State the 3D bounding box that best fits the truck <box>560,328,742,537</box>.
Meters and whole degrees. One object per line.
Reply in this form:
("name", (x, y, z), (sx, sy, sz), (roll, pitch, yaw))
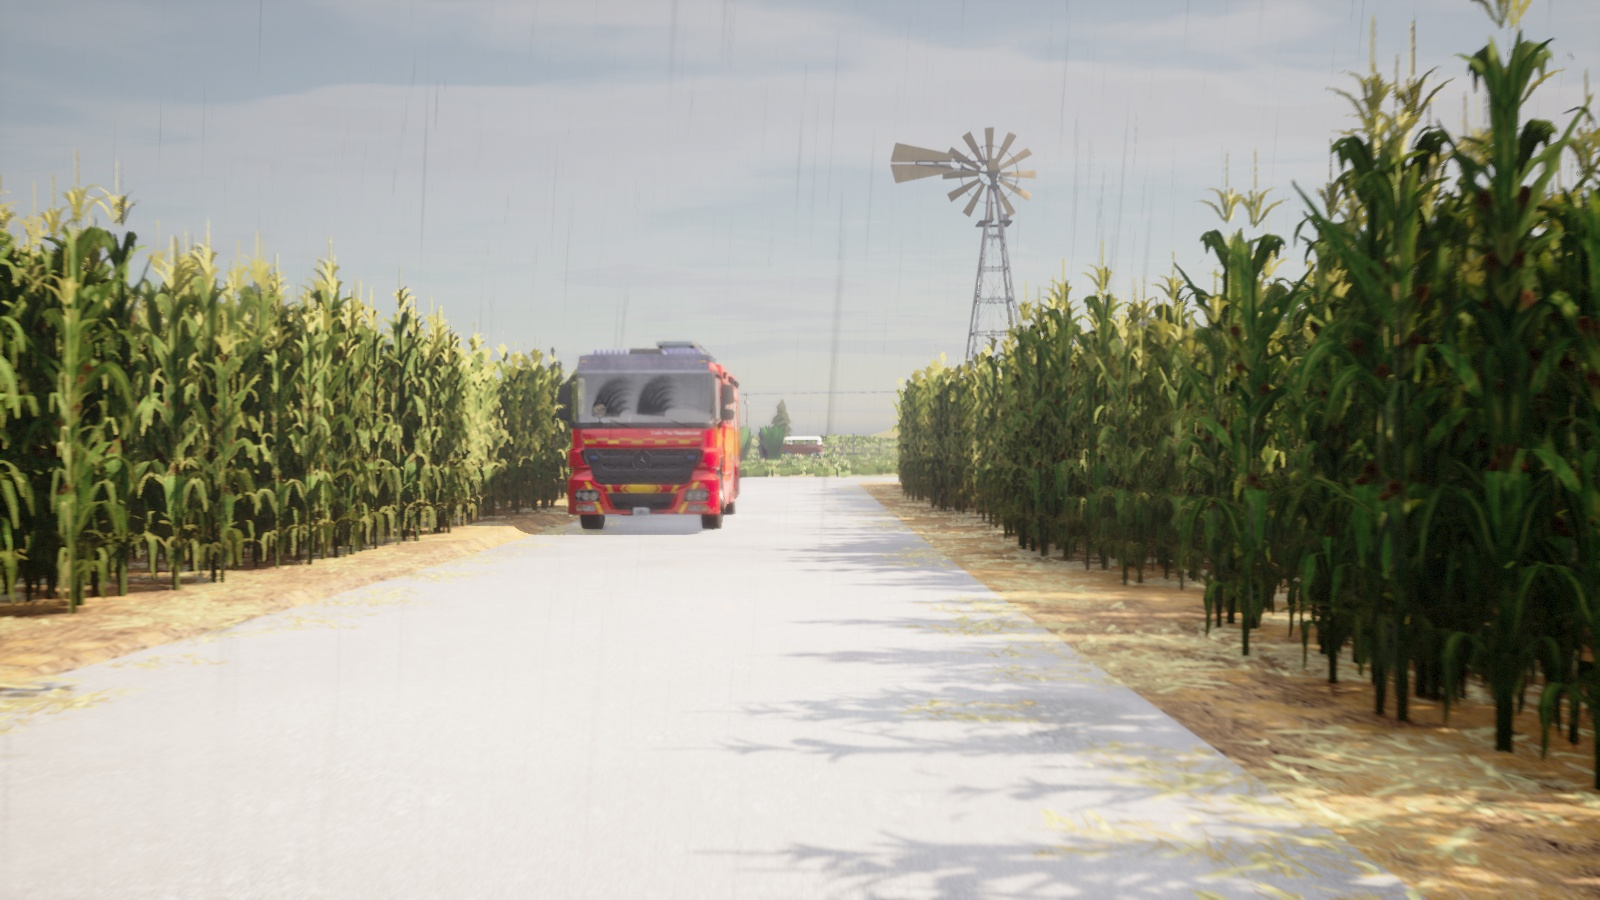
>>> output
("truck", (-2.929, -0.345, 27.212), (2.891, 3.827, 8.468), (0, 0, 0))
